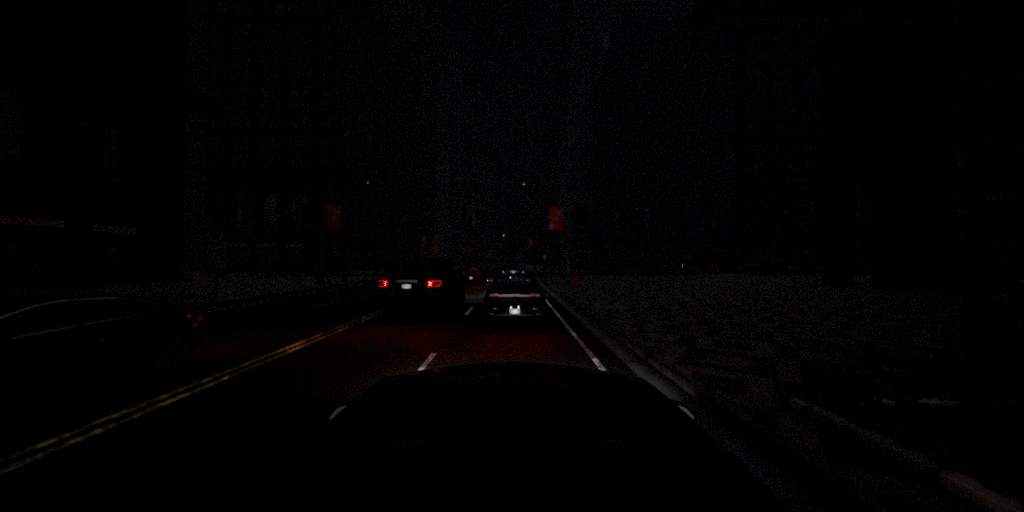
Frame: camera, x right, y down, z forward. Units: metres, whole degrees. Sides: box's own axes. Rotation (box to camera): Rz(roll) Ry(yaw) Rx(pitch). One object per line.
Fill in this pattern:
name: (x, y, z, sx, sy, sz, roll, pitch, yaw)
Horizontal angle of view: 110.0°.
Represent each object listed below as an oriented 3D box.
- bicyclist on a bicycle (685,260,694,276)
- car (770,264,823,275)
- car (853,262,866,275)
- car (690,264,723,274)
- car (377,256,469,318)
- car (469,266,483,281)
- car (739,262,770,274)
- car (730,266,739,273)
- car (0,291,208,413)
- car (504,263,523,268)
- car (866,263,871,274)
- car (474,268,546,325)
bicyclist on a bicycle: (18.394, 1.272, 37.244, 0.582, 1.620, 1.656, 0, -1, -1)
car: (32.231, 1.555, 40.406, 4.313, 1.339, 1.948, 0, 0, -1)
car: (41.159, 1.510, 43.199, 4.902, 1.511, 2.128, 0, -1, 0)
car: (26.466, 1.754, 48.841, 4.207, 1.307, 1.802, 0, 0, -1)
car: (-3.173, 1.057, 13.565, 2.150, 2.045, 5.566, 0, -1, 1)
car: (-3.154, 1.535, 29.881, 1.812, 1.442, 4.674, 0, -1, 0)
car: (32.500, 1.703, 46.181, 4.718, 1.301, 1.895, 0, -1, -1)
car: (32.104, 1.597, 48.929, 4.097, 1.591, 1.967, 0, 0, -1)
car: (-6.601, 1.260, 4.613, 2.128, 1.511, 4.902, 0, 0, 0)
car: (0.095, 1.360, 29.776, 2.097, 1.767, 4.553, 0, -1, 0)
car: (43.507, 1.511, 40.581, 4.507, 1.381, 1.888, 0, 0, -1)
car: (0.091, 1.319, 12.234, 2.128, 1.511, 4.902, 0, 0, 0)
